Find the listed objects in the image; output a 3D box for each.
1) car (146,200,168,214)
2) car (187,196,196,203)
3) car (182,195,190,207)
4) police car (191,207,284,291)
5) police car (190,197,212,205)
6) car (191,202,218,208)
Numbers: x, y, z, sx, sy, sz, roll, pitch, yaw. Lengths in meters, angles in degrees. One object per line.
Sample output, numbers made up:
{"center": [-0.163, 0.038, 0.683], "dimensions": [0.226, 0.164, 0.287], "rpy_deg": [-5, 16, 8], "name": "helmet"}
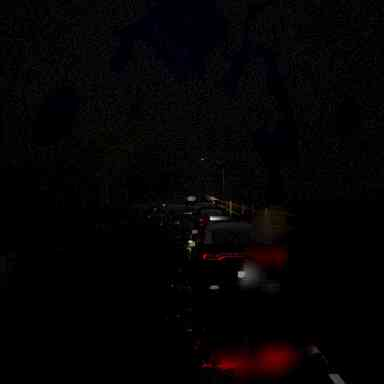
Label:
{"center": [-3.685, 1.578, 35.480], "dimensions": [1.994, 1.385, 4.181], "rpy_deg": [0, 0, 0], "name": "car"}
{"center": [-0.166, 1.595, 69.576], "dimensions": [1.895, 1.301, 4.718], "rpy_deg": [0, 0, 0], "name": "car"}
{"center": [-0.060, 1.503, 50.942], "dimensions": [2.128, 1.511, 4.902], "rpy_deg": [0, 0, 0], "name": "car"}
{"center": [1.027, 1.432, 9.182], "dimensions": [1.930, 1.638, 5.238], "rpy_deg": [0, 0, 0], "name": "police car"}
{"center": [0.989, 1.437, 25.194], "dimensions": [1.930, 1.638, 5.238], "rpy_deg": [0, 0, 0], "name": "police car"}
{"center": [1.004, 1.537, 19.079], "dimensions": [1.812, 1.442, 4.674], "rpy_deg": [0, 0, 0], "name": "car"}
